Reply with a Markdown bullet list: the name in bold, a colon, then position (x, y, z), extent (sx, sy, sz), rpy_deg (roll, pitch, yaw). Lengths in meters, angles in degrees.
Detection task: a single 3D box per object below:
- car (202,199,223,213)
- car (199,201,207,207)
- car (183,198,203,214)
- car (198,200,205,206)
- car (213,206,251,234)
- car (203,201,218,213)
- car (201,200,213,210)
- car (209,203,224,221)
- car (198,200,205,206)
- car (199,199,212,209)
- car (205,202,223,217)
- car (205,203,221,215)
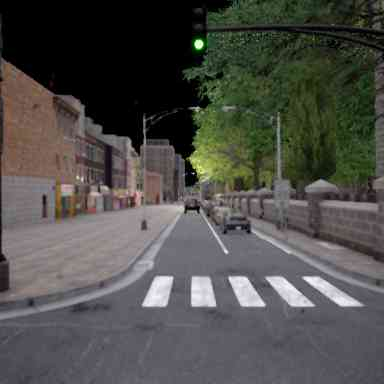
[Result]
- **car**: position (2.621, 1.837, 37.371), extent (2.192, 1.841, 5.009), rpy_deg (-1, -1, 0)
- **car**: position (2.629, 2.872, 80.963), extent (1.947, 1.339, 4.313), rpy_deg (-1, -1, 0)
- **car**: position (0.003, 1.885, 45.610), extent (2.150, 2.045, 5.566), rpy_deg (0, -1, 0)
- **car**: position (2.681, 3.045, 91.573), extent (1.752, 1.417, 4.829), rpy_deg (-1, -1, 0)
- **car**: position (2.626, 1.819, 21.019), extent (2.008, 1.369, 4.403), rpy_deg (-1, -1, 0)
- **car**: position (2.625, 2.143, 48.269), extent (1.967, 1.590, 4.097), rpy_deg (-1, -1, 0)
- **car**: position (2.625, 2.334, 59.168), extent (1.967, 1.590, 4.097), rpy_deg (-1, -1, 0)
- **car**: position (2.626, 1.878, 26.638), extent (1.752, 1.417, 4.829), rpy_deg (-1, -1, 0)
- **car**: position (2.657, 3.111, 93.546), extent (2.008, 1.369, 4.403), rpy_deg (-1, -1, 0)
- **car**: position (2.622, 2.308, 64.620), extent (2.192, 1.841, 5.009), rpy_deg (-1, -1, 0)
- **car**: position (2.626, 1.984, 31.919), extent (2.008, 1.369, 4.403), rpy_deg (-1, -1, 0)
- **car**: position (2.626, 2.140, 42.988), extent (1.752, 1.417, 4.829), rpy_deg (-1, -1, 0)
